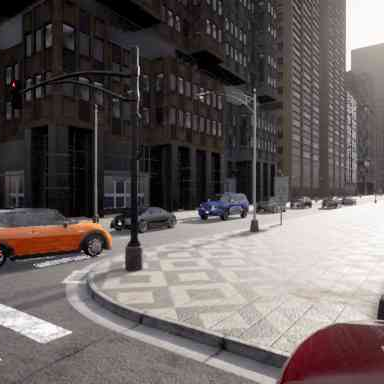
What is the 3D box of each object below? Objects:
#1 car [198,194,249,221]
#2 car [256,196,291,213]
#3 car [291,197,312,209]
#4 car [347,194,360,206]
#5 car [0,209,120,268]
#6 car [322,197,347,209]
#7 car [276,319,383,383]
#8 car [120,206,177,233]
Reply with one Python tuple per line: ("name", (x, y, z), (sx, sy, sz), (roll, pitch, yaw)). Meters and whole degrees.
("car", (2.735, 1.161, 27.312), (2.150, 2.045, 5.566), (0, 0, 35))
("car", (8.370, 1.270, 35.269), (2.097, 1.767, 4.553), (0, 0, 35))
("car", (14.352, 1.386, 43.676), (2.128, 1.511, 4.902), (0, 0, 35))
("car", (25.009, 1.430, 53.295), (1.994, 1.385, 4.181), (0, 0, 35))
("car", (-5.069, 1.337, 11.231), (4.553, 1.767, 2.097), (0, 0, -41))
("car", (18.736, 1.385, 44.411), (2.128, 1.511, 4.902), (0, 0, 35))
("car", (2.680, 1.315, 1.049), (5.009, 1.841, 2.192), (0, 0, 35))
("car", (-2.749, 1.525, 19.546), (1.994, 1.385, 4.181), (0, 0, 35))
